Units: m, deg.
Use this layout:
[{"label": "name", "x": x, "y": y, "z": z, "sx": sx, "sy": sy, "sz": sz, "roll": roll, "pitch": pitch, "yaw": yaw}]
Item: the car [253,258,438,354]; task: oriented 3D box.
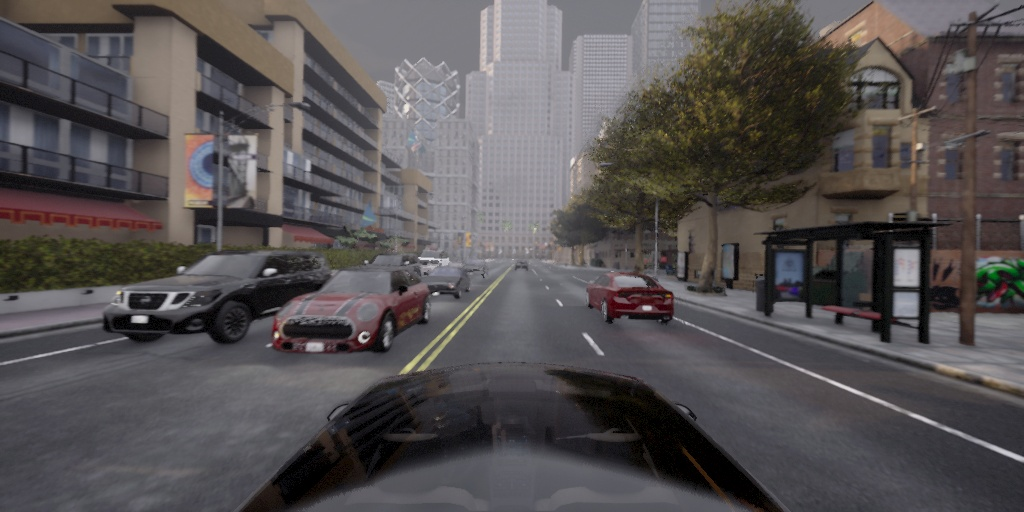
[{"label": "car", "x": -3.464, "y": 1.038, "z": 8.666, "sx": 2.097, "sy": 1.767, "sz": 4.553, "roll": 1, "pitch": 0, "yaw": 2}]

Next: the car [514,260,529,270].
[{"label": "car", "x": 1.359, "y": 1.259, "z": 51.305, "sx": 1.837, "sy": 1.490, "sz": 4.892, "roll": 1, "pitch": 0, "yaw": 2}]

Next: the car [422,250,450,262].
[{"label": "car", "x": -6.333, "y": 0.506, "z": 28.496, "sx": 2.150, "sy": 2.045, "sz": 5.566, "roll": 1, "pitch": 0, "yaw": 2}]

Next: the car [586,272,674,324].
[{"label": "car", "x": 3.823, "y": 1.291, "z": 12.420, "sx": 1.882, "sy": 1.535, "sz": 5.008, "roll": 1, "pitch": 0, "yaw": 2}]

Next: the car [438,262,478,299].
[{"label": "car", "x": -3.205, "y": 1.234, "z": 18.132, "sx": 2.033, "sy": 1.411, "sz": 5.357, "roll": 1, "pitch": 0, "yaw": 2}]

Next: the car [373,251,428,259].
[{"label": "car", "x": -6.649, "y": 0.846, "z": 19.886, "sx": 2.150, "sy": 2.045, "sz": 5.566, "roll": 1, "pitch": 0, "yaw": 2}]

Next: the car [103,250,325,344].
[{"label": "car", "x": -6.947, "y": 0.845, "z": 9.539, "sx": 2.150, "sy": 2.045, "sz": 5.566, "roll": 1, "pitch": 0, "yaw": 2}]

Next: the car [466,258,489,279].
[{"label": "car", "x": -2.839, "y": 0.883, "z": 28.434, "sx": 2.033, "sy": 1.411, "sz": 5.357, "roll": 1, "pitch": 0, "yaw": 2}]
